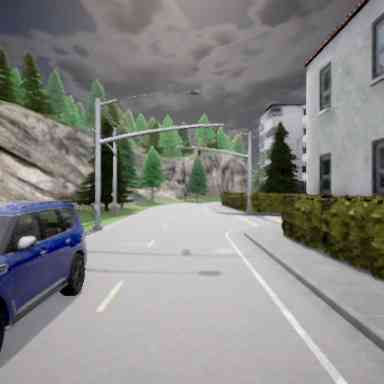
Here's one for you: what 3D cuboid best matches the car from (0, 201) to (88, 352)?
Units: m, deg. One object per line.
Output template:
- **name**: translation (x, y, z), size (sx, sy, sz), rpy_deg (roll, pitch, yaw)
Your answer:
- **car**: translation (-3.540, 1.216, 5.734), size (2.150, 2.045, 5.566), rpy_deg (0, 0, 0)
